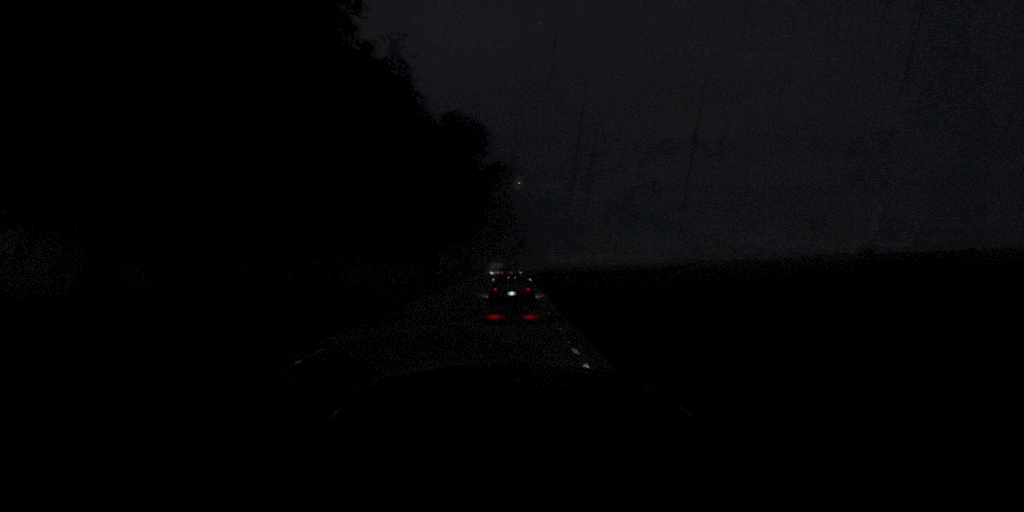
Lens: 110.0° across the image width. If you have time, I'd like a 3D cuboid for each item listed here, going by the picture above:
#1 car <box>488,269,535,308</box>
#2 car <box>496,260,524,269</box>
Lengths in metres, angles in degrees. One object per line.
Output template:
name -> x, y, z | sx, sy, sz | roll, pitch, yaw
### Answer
car -> -0.006, 1.474, 16.134 | 1.994, 1.385, 4.181 | 0, -1, 0
car -> -0.019, 1.451, 30.938 | 2.097, 1.767, 4.553 | 0, -1, 0
